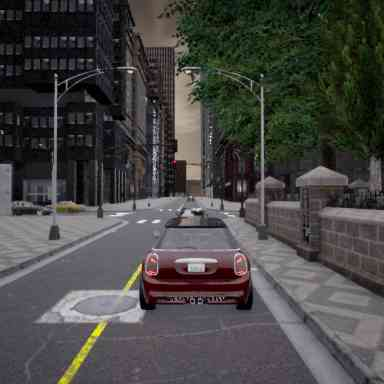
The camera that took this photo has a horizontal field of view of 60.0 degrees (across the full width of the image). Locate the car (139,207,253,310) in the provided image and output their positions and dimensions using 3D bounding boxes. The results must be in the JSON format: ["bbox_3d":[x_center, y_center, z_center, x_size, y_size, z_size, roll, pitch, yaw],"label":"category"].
[{"bbox_3d":[0.070,1.357,7.985,2.097,1.767,4.553,0,0,0],"label":"car"}]

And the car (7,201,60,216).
[{"bbox_3d":[-14.745,1.518,30.018,4.403,1.369,2.008,0,-1,0],"label":"car"}]

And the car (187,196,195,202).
[{"bbox_3d":[-0.290,1.726,81.283,1.812,1.442,4.674,0,0,0],"label":"car"}]

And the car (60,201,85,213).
[{"bbox_3d":[-14.907,1.676,38.542,4.829,1.417,1.752,0,-1,0],"label":"car"}]

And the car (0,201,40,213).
[{"bbox_3d":[-20.250,1.709,38.552,4.403,1.369,2.008,0,-1,0],"label":"car"}]

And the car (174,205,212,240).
[{"bbox_3d":[0.033,1.541,18.112,1.812,1.442,4.674,0,0,0],"label":"car"}]
